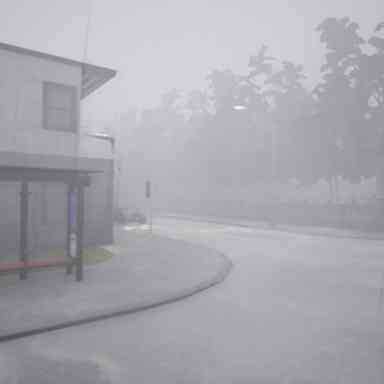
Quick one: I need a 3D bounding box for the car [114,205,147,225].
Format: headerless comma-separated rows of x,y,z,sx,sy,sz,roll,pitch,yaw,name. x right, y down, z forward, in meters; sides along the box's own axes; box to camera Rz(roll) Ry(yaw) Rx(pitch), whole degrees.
-5.116,1.712,25.580,1.994,1.385,4.181,1,-1,-35,car
